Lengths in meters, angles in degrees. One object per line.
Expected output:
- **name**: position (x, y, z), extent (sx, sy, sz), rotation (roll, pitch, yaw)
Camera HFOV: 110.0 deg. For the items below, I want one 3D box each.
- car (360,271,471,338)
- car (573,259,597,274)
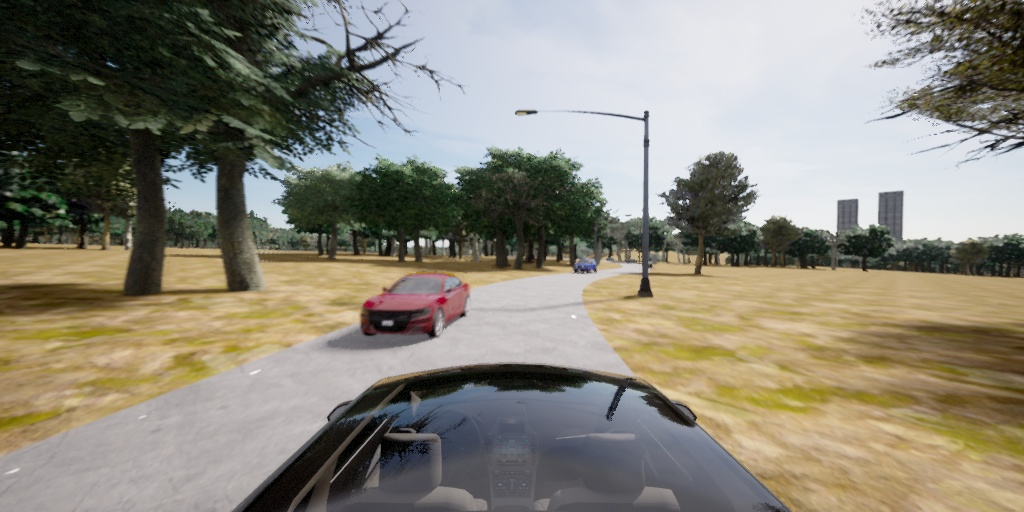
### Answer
- **car**: position (-2.521, 1.246, 10.499), extent (1.882, 1.535, 5.008), rotation (0, 0, 6)
- **car**: position (10.612, 1.452, 51.692), extent (2.150, 2.045, 5.566), rotation (1, 0, 29)
